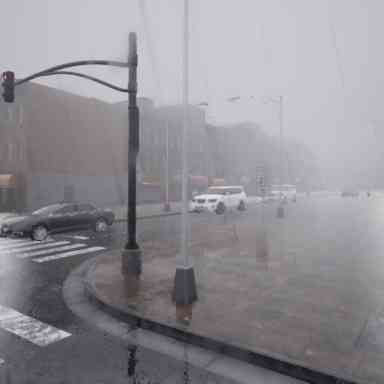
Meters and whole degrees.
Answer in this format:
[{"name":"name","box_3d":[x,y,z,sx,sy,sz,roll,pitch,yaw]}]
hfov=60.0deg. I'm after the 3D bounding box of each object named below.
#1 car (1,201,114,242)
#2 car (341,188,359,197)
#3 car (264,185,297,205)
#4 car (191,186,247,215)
[{"name":"car","box_3d":[-5.805,1.194,14.936,1.837,1.490,4.892,1,2,39]},{"name":"car","box_3d":[24.995,0.089,52.520,2.033,1.411,5.357,0,2,35]},{"name":"car","box_3d":[9.656,0.244,36.091,2.150,2.045,5.566,0,2,35]},{"name":"car","box_3d":[2.213,0.567,25.662,2.150,2.045,5.566,0,2,36]}]
